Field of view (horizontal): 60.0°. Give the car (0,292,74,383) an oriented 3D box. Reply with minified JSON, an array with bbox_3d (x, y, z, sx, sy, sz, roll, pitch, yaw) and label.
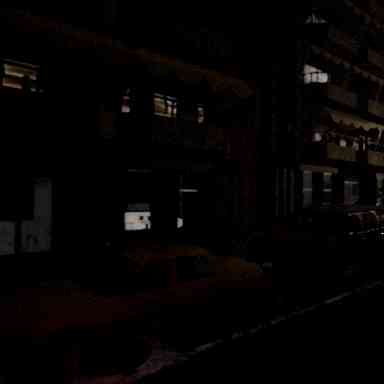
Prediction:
[{"bbox_3d":[-2.920,1.547,0.738,4.674,1.442,1.812,0,0,-37],"label":"car"}]

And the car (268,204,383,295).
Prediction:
[{"bbox_3d":[3.722,1.307,8.986,5.009,1.841,2.192,0,1,-37],"label":"car"}]

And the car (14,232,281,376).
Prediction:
[{"bbox_3d":[-0.818,1.541,5.537,4.829,1.417,1.752,0,1,-37],"label":"car"}]
